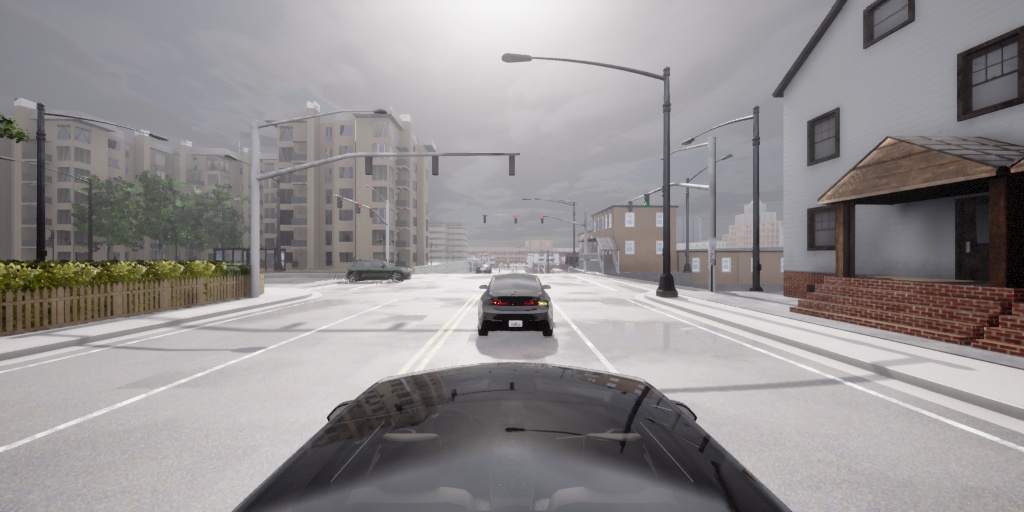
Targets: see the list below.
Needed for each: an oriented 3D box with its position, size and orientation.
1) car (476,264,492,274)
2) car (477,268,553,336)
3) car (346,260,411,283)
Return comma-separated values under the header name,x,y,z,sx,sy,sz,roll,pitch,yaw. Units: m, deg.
name,x,y,z,sx,sy,sz,roll,pitch,yaw
car,-3.624,1.755,47.184,2.128,1.511,4.902,0,-5,0
car,0.090,1.255,10.371,1.837,1.490,4.892,0,0,0
car,-10.118,1.094,27.443,4.553,1.767,2.097,0,0,-8
